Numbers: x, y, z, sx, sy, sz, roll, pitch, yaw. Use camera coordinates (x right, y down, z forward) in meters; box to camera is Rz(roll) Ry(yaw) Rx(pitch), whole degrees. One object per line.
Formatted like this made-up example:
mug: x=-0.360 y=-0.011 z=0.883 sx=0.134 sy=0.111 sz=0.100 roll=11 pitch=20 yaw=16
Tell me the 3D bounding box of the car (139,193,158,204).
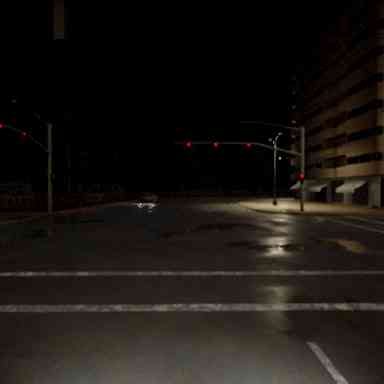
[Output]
car: x=-6.248 y=0.921 z=48.665 sx=1.812 sy=1.442 sz=4.674 roll=0 pitch=1 yaw=11
